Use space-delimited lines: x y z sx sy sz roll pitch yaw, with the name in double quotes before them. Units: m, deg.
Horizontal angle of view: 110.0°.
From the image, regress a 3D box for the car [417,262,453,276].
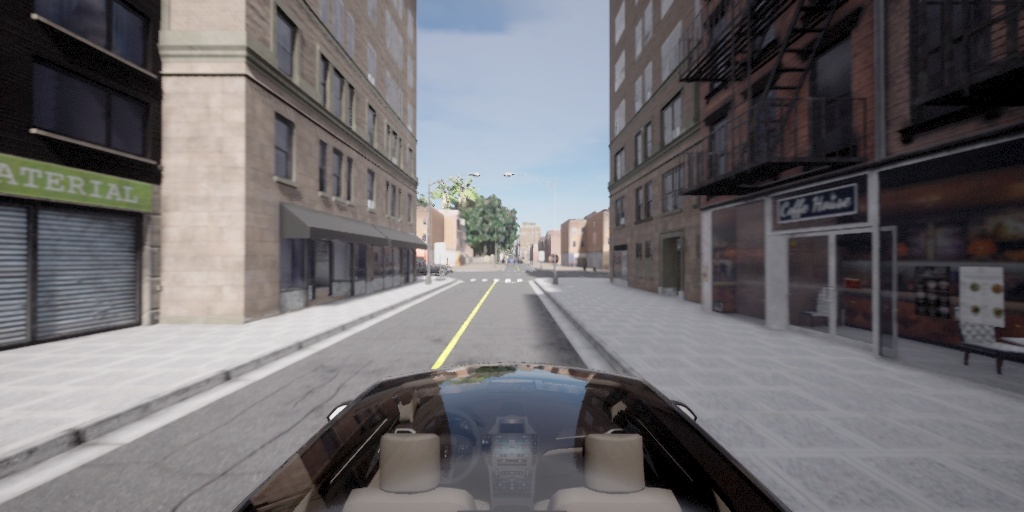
"car" -8.845 1.368 38.780 4.902 1.511 2.128 1 0 0
